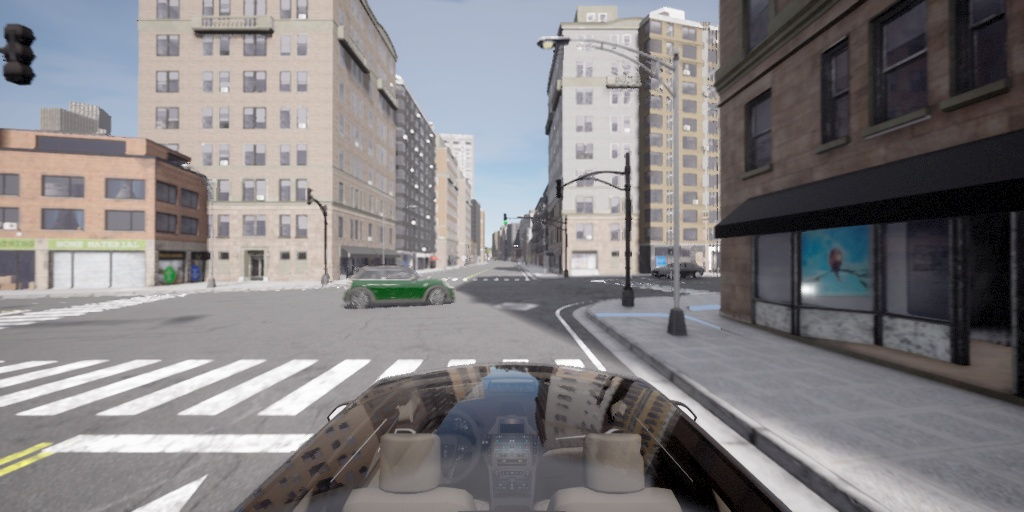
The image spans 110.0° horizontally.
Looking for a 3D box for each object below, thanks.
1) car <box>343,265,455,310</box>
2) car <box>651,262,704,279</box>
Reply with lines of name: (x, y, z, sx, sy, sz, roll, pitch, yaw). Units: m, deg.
car: (-4.826, 1.239, 15.644, 4.553, 1.767, 2.097, 0, -1, -20)
car: (15.030, 1.294, 32.554, 4.892, 1.490, 1.837, -1, 0, -17)
